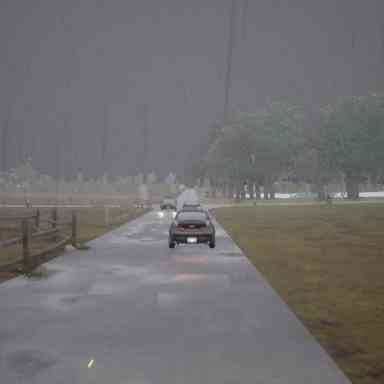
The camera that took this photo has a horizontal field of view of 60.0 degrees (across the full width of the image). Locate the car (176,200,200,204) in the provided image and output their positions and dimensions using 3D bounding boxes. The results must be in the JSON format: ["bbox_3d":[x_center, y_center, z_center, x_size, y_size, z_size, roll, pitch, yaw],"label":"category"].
[{"bbox_3d":[0.000,1.486,29.654,2.128,1.511,4.902,0,0,0],"label":"car"}]

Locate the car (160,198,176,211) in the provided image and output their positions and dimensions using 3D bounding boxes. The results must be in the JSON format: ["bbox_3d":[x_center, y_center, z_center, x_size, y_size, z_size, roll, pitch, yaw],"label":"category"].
[{"bbox_3d":[-2.750,1.490,40.655,1.882,1.535,5.008,0,0,0],"label":"car"}]

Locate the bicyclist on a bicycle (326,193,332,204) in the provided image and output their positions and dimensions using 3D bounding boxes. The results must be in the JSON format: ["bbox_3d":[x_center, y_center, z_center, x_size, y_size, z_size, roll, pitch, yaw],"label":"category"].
[{"bbox_3d":[19.896,0.964,48.498,0.582,1.620,1.656,-1,0,0],"label":"bicyclist on a bicycle"}]

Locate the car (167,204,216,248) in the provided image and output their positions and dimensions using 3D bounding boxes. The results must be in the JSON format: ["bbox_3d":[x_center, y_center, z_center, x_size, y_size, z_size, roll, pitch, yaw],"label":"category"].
[{"bbox_3d":[0.000,1.516,14.652,1.837,1.490,4.892,0,0,0],"label":"car"}]
